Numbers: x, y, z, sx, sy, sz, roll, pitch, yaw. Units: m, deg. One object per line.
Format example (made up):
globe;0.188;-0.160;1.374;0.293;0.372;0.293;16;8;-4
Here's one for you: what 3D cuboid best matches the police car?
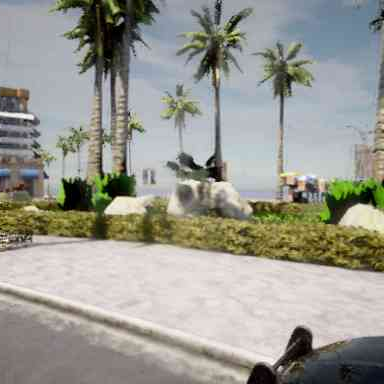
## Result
police car;2.687;1.435;1.321;5.238;1.638;1.930;0;0;37
